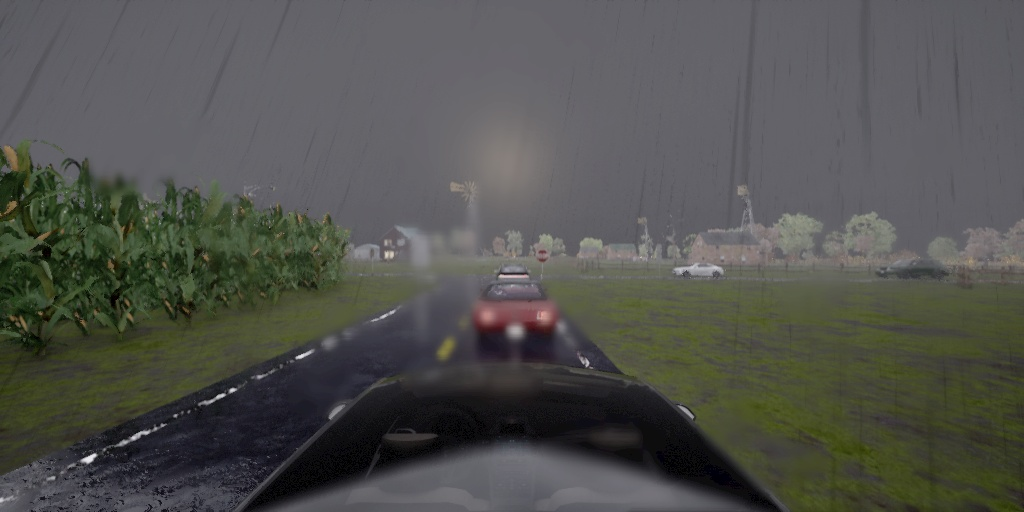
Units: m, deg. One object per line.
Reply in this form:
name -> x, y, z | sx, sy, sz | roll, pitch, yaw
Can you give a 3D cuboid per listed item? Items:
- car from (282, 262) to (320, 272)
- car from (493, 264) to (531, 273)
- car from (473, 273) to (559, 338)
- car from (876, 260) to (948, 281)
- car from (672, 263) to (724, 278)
car -> -19.439, 0.900, 32.151 | 4.674, 1.442, 1.812 | 1, -1, 0
car -> 0.037, 1.168, 19.445 | 2.128, 1.511, 4.902 | 0, 0, -1
car -> 0.085, 1.317, 9.958 | 1.895, 1.301, 4.718 | 0, 0, 0
car -> 39.506, 1.362, 35.466 | 5.566, 2.045, 2.150 | 1, -1, 0
car -> 18.285, 1.405, 35.345 | 4.674, 1.442, 1.812 | 1, -1, 0
